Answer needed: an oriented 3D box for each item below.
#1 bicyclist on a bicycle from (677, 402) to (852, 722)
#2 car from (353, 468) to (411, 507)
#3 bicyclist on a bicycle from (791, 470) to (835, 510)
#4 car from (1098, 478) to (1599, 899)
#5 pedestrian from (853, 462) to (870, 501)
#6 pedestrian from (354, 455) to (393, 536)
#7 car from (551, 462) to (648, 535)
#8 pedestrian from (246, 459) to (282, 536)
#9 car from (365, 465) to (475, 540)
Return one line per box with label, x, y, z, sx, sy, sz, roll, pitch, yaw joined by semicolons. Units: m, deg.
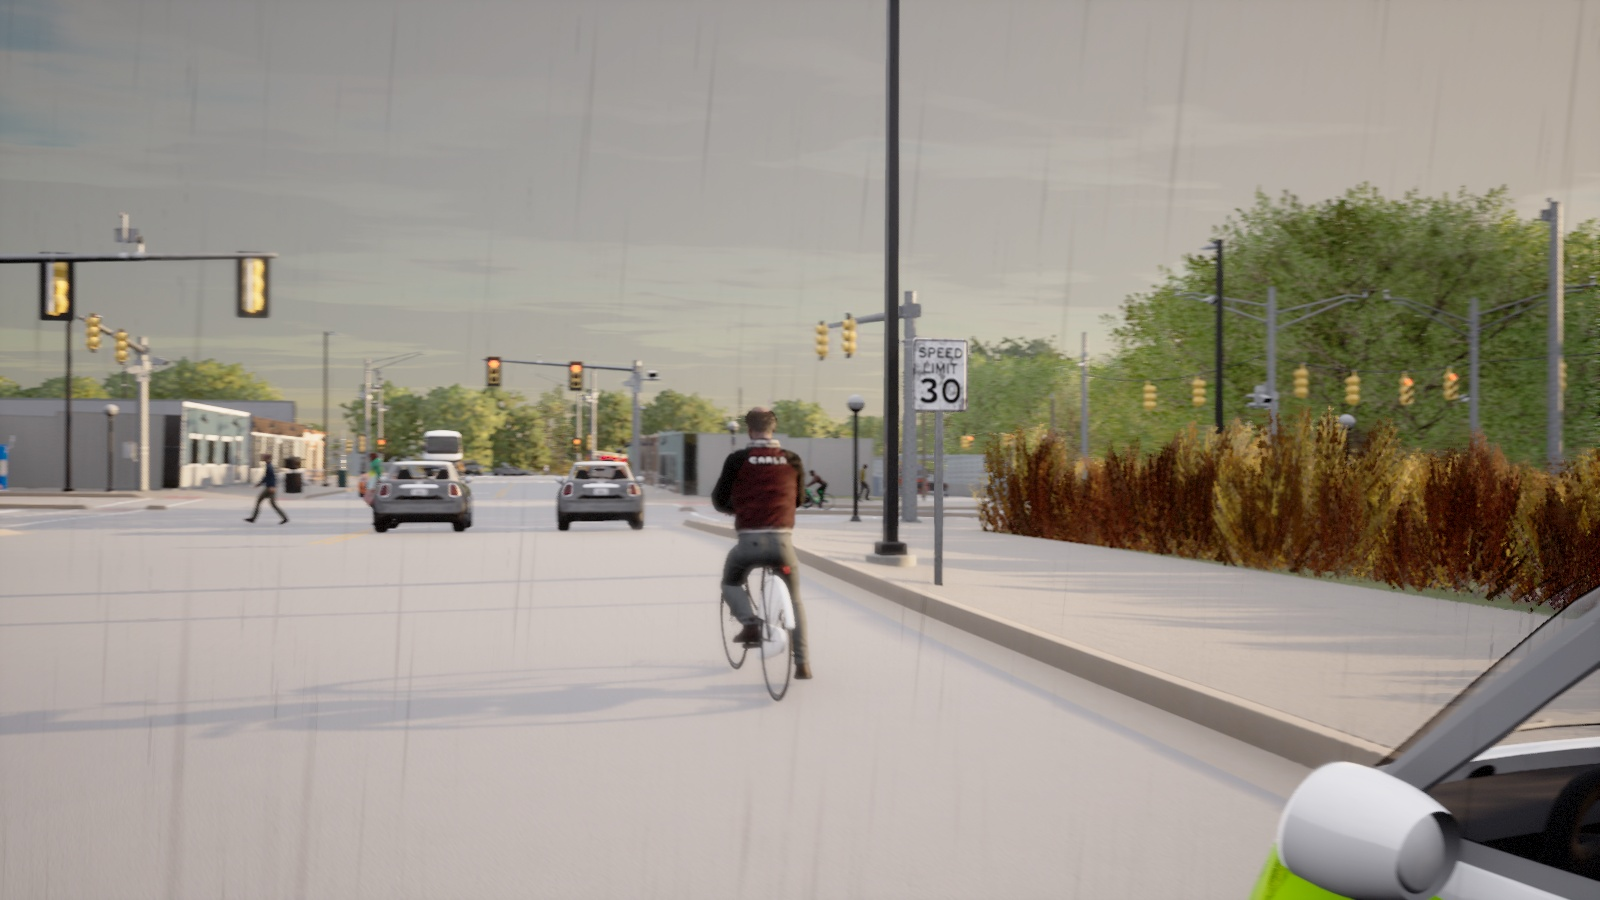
bicyclist on a bicycle;-0.279;0.622;7.958;0.659;1.776;1.843;-1;0;-16
car;-20.079;1.757;60.515;2.097;1.767;4.553;-1;-1;-12
bicyclist on a bicycle;0.532;1.630;50.969;1.656;1.620;0.582;1;-2;-13
car;1.634;0.759;1.482;1.481;1.376;2.207;-1;1;-22
pedestrian;2.915;1.492;59.372;0.726;1.835;0.370;-1;0;-11
pedestrian;-10.616;1.119;31.260;0.873;1.952;0.659;-1;0;-16
car;-4.488;1.059;27.944;1.970;1.475;3.806;-1;-2;-10
pedestrian;-13.065;1.144;30.607;0.726;1.842;0.402;-1;0;-15
car;-8.142;1.110;27.199;1.970;1.475;3.806;-1;-2;-13
